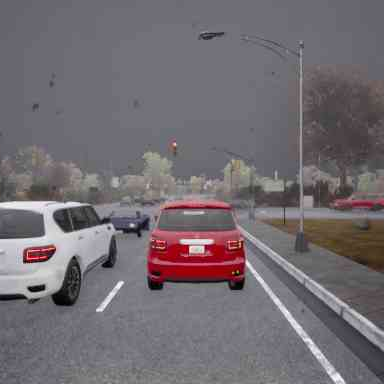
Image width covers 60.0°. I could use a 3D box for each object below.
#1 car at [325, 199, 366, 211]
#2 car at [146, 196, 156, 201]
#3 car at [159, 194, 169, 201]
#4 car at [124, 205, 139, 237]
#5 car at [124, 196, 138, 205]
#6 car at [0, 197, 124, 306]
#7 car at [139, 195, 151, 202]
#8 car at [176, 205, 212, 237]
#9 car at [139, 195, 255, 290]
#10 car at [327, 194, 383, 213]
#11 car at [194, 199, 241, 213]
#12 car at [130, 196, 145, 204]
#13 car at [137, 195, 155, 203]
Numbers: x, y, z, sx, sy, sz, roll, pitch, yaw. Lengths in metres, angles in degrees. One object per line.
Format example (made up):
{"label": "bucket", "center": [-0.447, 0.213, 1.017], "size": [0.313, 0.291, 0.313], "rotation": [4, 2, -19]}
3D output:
{"label": "car", "center": [18.787, 1.562, 40.806], "size": [4.181, 1.385, 1.994], "rotation": [0, 0, 3]}
{"label": "car", "center": [-10.546, 1.591, 86.249], "size": [1.895, 1.301, 4.718], "rotation": [0, 0, 0]}
{"label": "car", "center": [-7.047, 1.355, 85.050], "size": [2.097, 1.767, 4.553], "rotation": [0, 0, 0]}
{"label": "car", "center": [-3.410, 1.601, 17.925], "size": [1.895, 1.301, 4.718], "rotation": [0, 0, 0]}
{"label": "car", "center": [-10.618, 1.505, 54.951], "size": [1.837, 1.490, 4.892], "rotation": [0, 0, 0]}
{"label": "car", "center": [-3.405, 1.221, 8.157], "size": [2.150, 2.045, 5.566], "rotation": [0, 0, 0]}
{"label": "car", "center": [-10.543, 1.525, 74.922], "size": [2.128, 1.511, 4.902], "rotation": [0, 0, 0]}
{"label": "car", "center": [0.090, 1.526, 18.911], "size": [1.812, 1.442, 4.674], "rotation": [0, 0, 0]}
{"label": "car", "center": [0.092, 1.221, 9.217], "size": [2.150, 2.045, 5.566], "rotation": [0, 0, 0]}
{"label": "car", "center": [18.699, 1.215, 37.308], "size": [5.566, 2.045, 2.150], "rotation": [-1, 0, 3]}
{"label": "car", "center": [2.825, 1.507, 36.962], "size": [4.892, 1.490, 1.837], "rotation": [1, -1, -13]}
{"label": "car", "center": [-10.576, 1.547, 64.694], "size": [2.033, 1.411, 5.357], "rotation": [0, 0, 1]}
{"label": "car", "center": [-7.113, 1.547, 54.557], "size": [2.033, 1.411, 5.357], "rotation": [0, 0, 0]}
